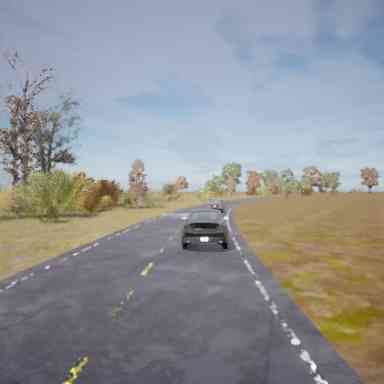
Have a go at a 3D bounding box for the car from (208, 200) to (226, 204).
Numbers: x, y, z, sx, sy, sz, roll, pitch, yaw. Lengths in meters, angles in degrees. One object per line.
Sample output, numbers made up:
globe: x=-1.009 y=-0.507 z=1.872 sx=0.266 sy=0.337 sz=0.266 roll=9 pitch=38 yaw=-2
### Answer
car: x=2.725 y=1.551 z=37.383 sx=2.033 sy=1.411 sz=5.357 roll=0 pitch=0 yaw=8

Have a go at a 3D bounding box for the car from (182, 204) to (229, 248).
car: x=0.588 y=1.509 z=14.822 sx=1.837 sy=1.490 sz=4.892 roll=0 pitch=0 yaw=3
